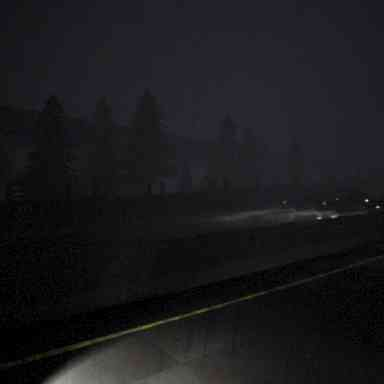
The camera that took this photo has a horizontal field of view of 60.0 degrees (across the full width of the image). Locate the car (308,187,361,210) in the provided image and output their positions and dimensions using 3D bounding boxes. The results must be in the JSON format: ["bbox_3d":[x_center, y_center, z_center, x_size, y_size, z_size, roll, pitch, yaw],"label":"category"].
[{"bbox_3d":[11.357,0.394,24.987,4.902,1.511,2.128,-5,3,-35],"label":"car"}]

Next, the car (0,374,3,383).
[{"bbox_3d":[-3.124,1.571,1.519,4.181,1.385,1.994,0,0,-35],"label":"car"}]

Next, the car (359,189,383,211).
[{"bbox_3d":[13.469,0.497,22.195,4.718,1.301,1.895,-5,3,-35],"label":"car"}]

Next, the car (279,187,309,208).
[{"bbox_3d":[9.330,0.393,27.840,4.902,1.511,2.128,-5,3,-35],"label":"car"}]
